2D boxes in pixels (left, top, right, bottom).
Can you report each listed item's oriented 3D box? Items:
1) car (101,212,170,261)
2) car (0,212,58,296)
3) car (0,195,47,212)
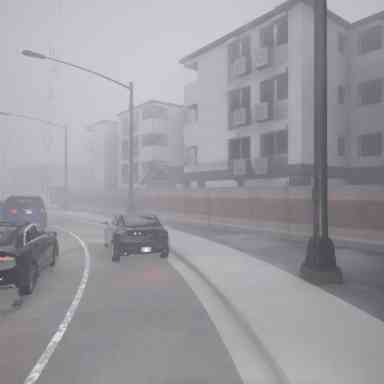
[{"bbox_3d":[-2.189,1.504,12.417,1.837,1.490,4.892,0,0,-19],"label":"car"},{"bbox_3d":[-4.670,1.492,8.410,2.128,1.511,4.902,0,0,-13],"label":"car"},{"bbox_3d":[-10.663,1.224,21.009,2.150,2.045,5.566,0,0,-33],"label":"car"}]
